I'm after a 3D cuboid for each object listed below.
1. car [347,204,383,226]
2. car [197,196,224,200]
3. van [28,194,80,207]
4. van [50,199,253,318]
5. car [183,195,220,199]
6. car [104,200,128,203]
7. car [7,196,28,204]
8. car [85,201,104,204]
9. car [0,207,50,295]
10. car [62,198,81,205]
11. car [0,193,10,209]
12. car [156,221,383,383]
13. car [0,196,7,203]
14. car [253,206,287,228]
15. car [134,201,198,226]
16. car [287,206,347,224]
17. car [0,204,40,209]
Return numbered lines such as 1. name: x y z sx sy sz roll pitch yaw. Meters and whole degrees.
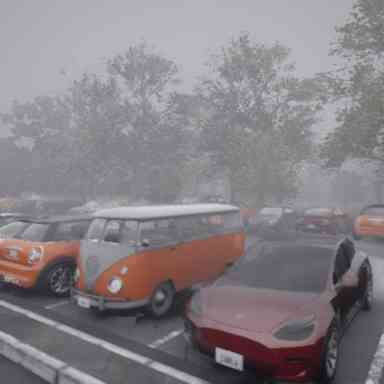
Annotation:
1. car: 9.449 1.389 16.458 2.185 1.767 4.553 0 0 36
2. car: 2.668 1.376 21.338 2.185 1.767 4.553 0 0 36
3. van: -13.206 1.232 32.654 1.878 1.987 4.442 0 0 36
4. van: -0.533 1.287 7.421 1.878 1.987 4.442 0 0 36
5. car: 0.410 1.246 22.966 2.435 2.045 5.566 0 0 36
6. car: -4.092 1.486 26.248 2.231 1.521 4.892 0 0 36
7. car: -15.415 1.199 34.352 2.435 2.045 5.566 0 0 36
8. car: -6.353 1.479 27.874 2.097 1.535 5.008 0 0 36
9. car: -2.691 1.382 9.080 2.185 1.767 4.553 0 0 36
10. car: -8.616 1.513 29.498 2.002 1.452 4.674 0 0 36
11. car: -26.793 1.123 42.608 2.435 2.045 5.566 1 1 36
12. car: 1.829 1.546 5.831 2.163 1.488 4.792 0 0 36
13. car: -17.551 1.440 36.153 1.946 1.575 5.366 0 0 36
14. car: 4.949 1.547 19.739 2.002 1.452 4.674 0 0 36
15. car: -1.820 1.521 24.641 2.163 1.488 4.792 0 0 36
16. car: 7.204 1.511 18.106 2.097 1.535 5.008 0 0 36
17. car: -9.454 1.493 13.978 2.097 1.535 5.008 0 0 36
